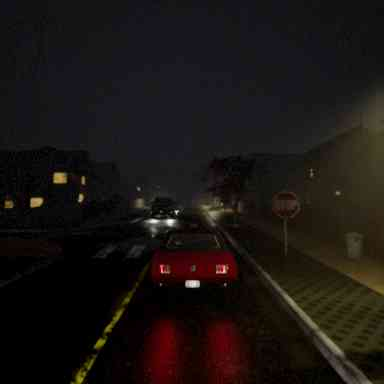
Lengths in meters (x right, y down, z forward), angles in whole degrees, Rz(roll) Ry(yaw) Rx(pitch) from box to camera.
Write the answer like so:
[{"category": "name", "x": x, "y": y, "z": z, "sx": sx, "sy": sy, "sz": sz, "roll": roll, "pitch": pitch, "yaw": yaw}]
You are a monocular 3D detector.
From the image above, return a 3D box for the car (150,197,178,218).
[{"category": "car", "x": -2.894, "y": 1.513, "z": 33.784, "sx": 2.150, "sy": 2.045, "sz": 5.566, "roll": 0, "pitch": 0, "yaw": 0}]

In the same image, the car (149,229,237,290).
[{"category": "car", "x": 0.035, "y": 1.673, "z": 9.271, "sx": 1.895, "sy": 1.301, "sz": 4.718, "roll": 0, "pitch": 0, "yaw": 0}]

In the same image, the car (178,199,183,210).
[{"category": "car", "x": -2.907, "y": 2.015, "z": 50.300, "sx": 2.033, "sy": 1.411, "sz": 5.357, "roll": 0, "pitch": -1, "yaw": 0}]

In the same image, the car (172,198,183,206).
[{"category": "car", "x": -2.839, "y": 2.020, "z": 66.907, "sx": 2.033, "sy": 1.411, "sz": 5.357, "roll": 0, "pitch": -1, "yaw": 0}]
